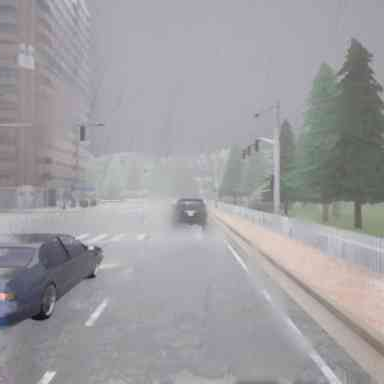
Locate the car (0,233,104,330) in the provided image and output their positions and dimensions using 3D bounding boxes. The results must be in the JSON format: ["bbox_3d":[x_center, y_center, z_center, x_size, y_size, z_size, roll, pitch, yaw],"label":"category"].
[{"bbox_3d":[-3.478,1.618,7.363,2.033,1.411,5.357,0,0,0],"label":"car"}]

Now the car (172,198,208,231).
[{"bbox_3d":[-0.119,1.416,22.028,2.150,2.045,5.566,0,0,-1],"label":"car"}]

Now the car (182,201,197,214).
[{"bbox_3d":[-0.324,1.870,42.222,1.837,1.490,4.892,0,-1,-1],"label":"car"}]
